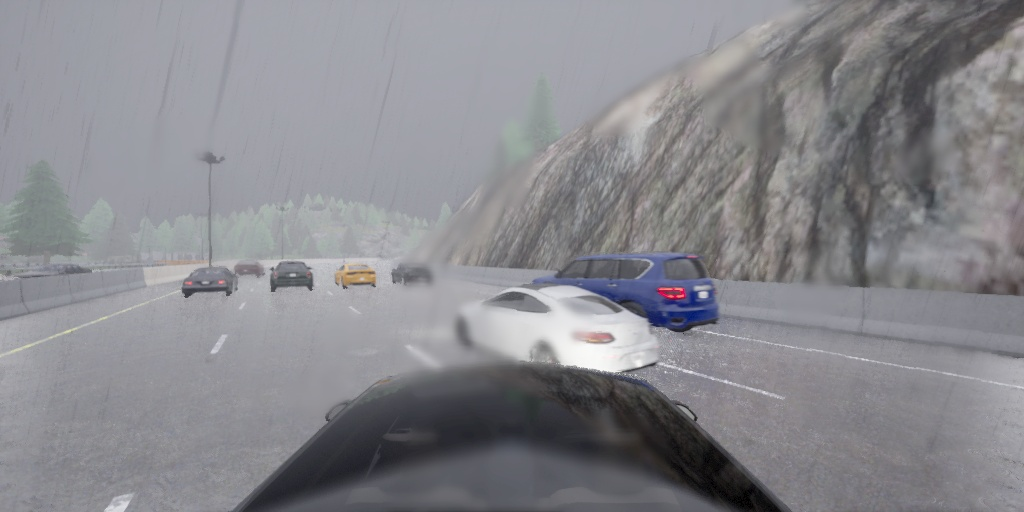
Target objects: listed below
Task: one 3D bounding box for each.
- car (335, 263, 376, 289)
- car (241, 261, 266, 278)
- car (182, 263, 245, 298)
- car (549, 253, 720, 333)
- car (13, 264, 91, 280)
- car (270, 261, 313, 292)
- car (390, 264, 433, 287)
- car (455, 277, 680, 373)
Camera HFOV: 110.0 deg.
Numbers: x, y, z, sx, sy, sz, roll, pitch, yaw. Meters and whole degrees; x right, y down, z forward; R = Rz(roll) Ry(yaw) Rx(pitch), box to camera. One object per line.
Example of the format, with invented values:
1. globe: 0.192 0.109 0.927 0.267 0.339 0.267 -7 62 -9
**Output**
1. car: -10.268 1.223 23.393 1.882 1.535 5.008 0 0 -33
2. car: -24.441 1.220 33.576 1.882 1.535 5.008 0 0 -29
3. car: -15.596 1.293 18.734 2.033 1.411 5.357 0 0 -33
4. car: 2.703 0.966 10.063 2.150 2.045 5.566 0 0 -33
5. car: -32.078 1.291 25.293 2.033 1.411 5.357 0 0 -29
6. car: -13.474 1.099 21.918 2.097 1.767 4.553 0 0 -33
7. car: -6.964 1.250 24.734 1.837 1.490 4.892 0 0 -33
8. car: 0.524 1.275 7.014 1.812 1.442 4.674 0 0 -33
